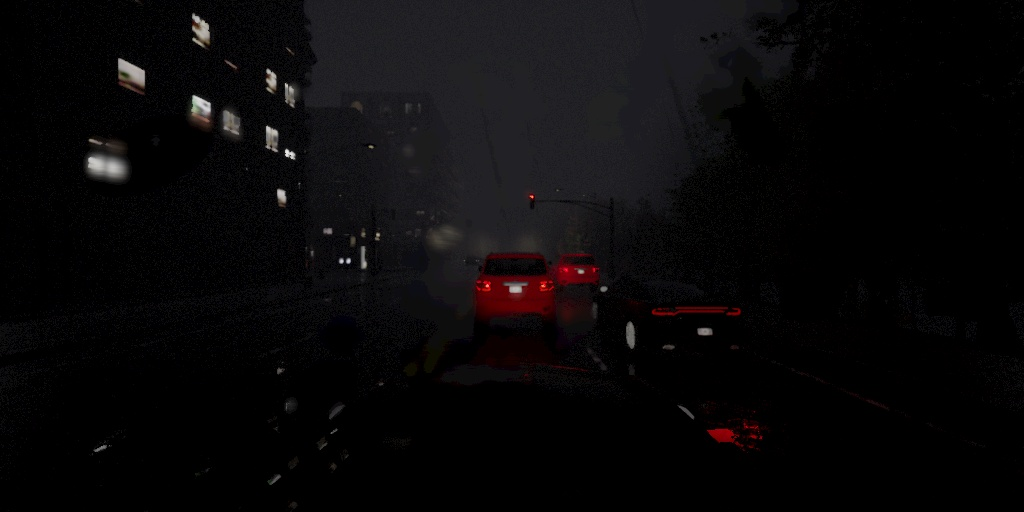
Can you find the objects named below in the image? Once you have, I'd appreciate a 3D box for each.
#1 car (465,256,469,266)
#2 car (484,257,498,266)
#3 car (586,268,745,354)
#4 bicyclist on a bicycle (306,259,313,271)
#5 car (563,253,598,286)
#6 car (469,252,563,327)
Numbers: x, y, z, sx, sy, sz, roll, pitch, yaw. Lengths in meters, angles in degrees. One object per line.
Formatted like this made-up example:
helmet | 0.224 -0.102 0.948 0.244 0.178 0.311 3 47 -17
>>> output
car | -6.701 0.736 60.364 2.097 1.767 4.553 0 0 0
car | -3.453 0.932 60.227 2.033 1.411 5.357 0 0 0
car | 3.332 1.182 8.673 1.882 1.535 5.008 0 -1 0
bicyclist on a bicycle | -24.973 1.058 44.272 0.582 1.620 1.656 -1 1 -1
car | 3.315 0.851 20.245 2.150 2.045 5.566 0 0 -2
car | 0.080 0.906 11.428 2.150 2.045 5.566 0 0 0
